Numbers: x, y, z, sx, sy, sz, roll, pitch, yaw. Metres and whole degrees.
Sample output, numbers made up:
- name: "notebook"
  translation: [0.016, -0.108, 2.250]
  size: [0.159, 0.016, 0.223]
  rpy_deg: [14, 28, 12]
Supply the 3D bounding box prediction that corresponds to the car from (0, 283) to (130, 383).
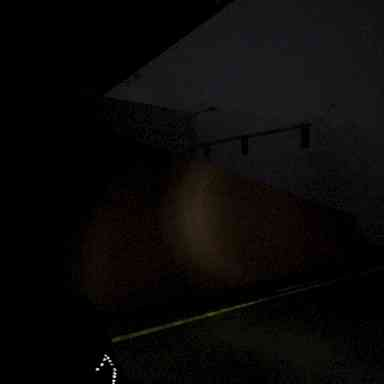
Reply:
- name: "car"
  translation: [-3.070, 1.219, 1.564]
  size: [5.566, 2.045, 2.150]
  rpy_deg: [0, 0, -35]
